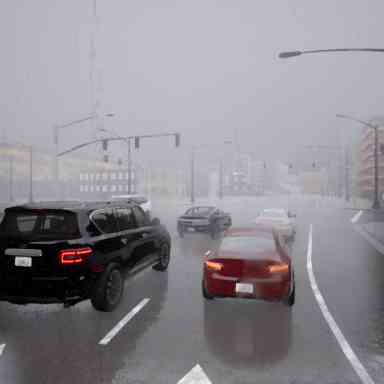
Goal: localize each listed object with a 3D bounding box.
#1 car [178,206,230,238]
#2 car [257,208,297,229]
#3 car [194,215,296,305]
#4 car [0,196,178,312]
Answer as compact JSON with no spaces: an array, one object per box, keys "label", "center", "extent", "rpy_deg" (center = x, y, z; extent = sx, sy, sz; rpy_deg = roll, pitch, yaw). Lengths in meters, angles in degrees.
[{"label":"car","center":[0.771,1.490,17.263],"extent":[2.128,1.511,4.902],"rpy_deg":[0,0,19]},{"label":"car","center":[4.178,1.525,16.534],"extent":[1.812,1.442,4.674],"rpy_deg":[0,0,20]},{"label":"car","center":[1.445,1.525,8.099],"extent":[1.812,1.442,4.674],"rpy_deg":[0,0,13]},{"label":"car","center":[-2.167,1.221,8.012],"extent":[2.150,2.045,5.566],"rpy_deg":[0,0,12]}]
